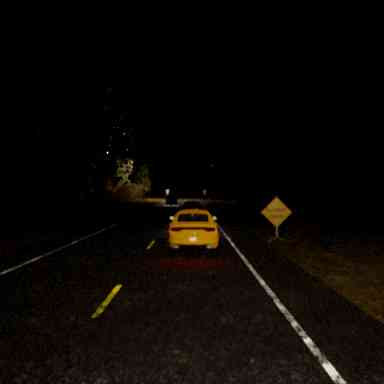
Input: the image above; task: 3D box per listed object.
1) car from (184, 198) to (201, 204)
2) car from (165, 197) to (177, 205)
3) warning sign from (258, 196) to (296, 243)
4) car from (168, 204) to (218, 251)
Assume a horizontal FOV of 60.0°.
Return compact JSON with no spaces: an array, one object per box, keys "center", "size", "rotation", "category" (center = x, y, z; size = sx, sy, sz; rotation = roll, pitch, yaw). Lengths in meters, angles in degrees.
[{"center":[0.046,1.517,27.933],"size":[1.837,1.490,4.892],"rotation":[0,0,1],"category":"car"},{"center":[-3.545,1.562,58.013],"size":[2.033,1.411,5.357],"rotation":[0,0,1],"category":"car"},{"center":[3.546,1.121,13.963],"size":[1.300,1.860,1.060],"rotation":[0,0,0],"category":"warning sign"},{"center":[0.055,1.484,14.086],"size":[1.882,1.535,5.008],"rotation":[0,0,1],"category":"car"}]
